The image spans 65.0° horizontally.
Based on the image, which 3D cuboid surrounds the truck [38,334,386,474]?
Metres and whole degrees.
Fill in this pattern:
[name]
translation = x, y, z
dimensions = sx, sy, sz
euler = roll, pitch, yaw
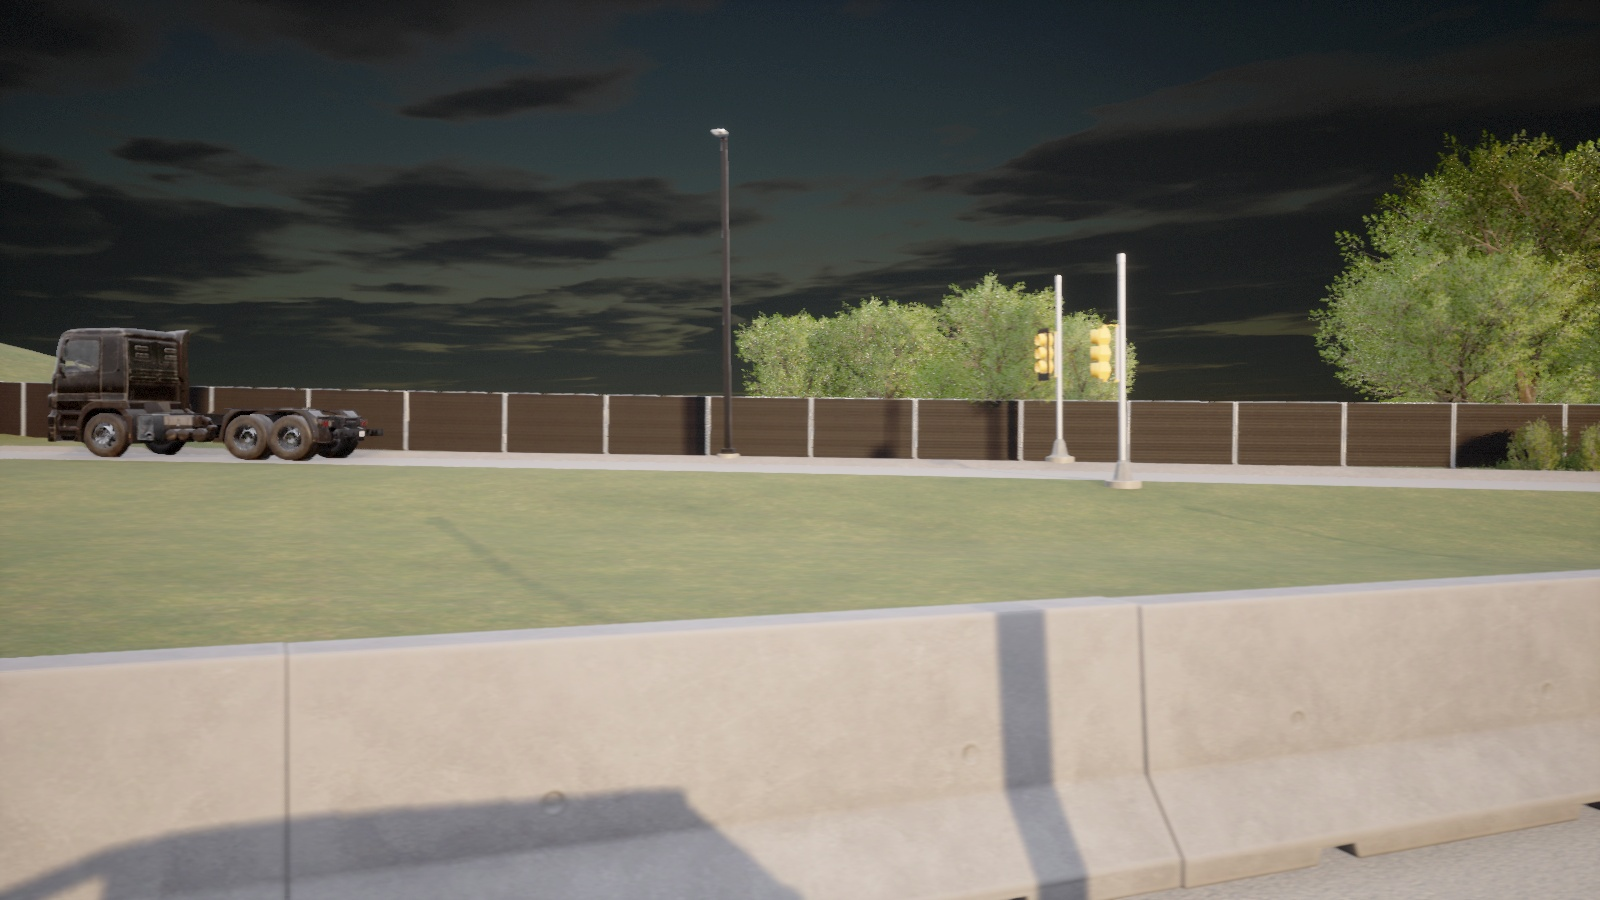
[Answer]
[truck]
translation = -15.453, -1.185, 33.296
dimensions = 7.936, 3.462, 2.891
euler = 0, 2, 6
